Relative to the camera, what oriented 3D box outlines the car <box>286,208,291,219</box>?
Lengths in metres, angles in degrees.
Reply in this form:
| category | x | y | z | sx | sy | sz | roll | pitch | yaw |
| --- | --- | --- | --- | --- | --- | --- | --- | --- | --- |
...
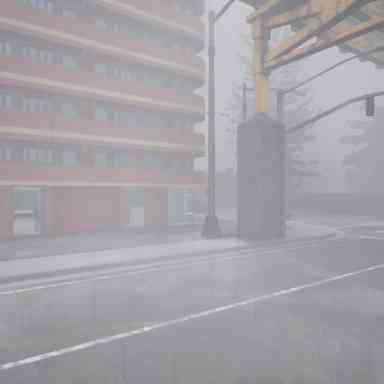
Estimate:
| category | x | y | z | sx | sy | sz | roll | pitch | yaw |
| --- | --- | --- | --- | --- | --- | --- | --- | --- | --- |
| car | 6.239 | 1.526 | 28.463 | 1.812 | 1.442 | 4.674 | 0 | 0 | -36 |

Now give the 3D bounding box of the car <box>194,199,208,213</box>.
| category | x | y | z | sx | sy | sz | roll | pitch | yaw |
| --- | --- | --- | --- | --- | --- | --- | --- | --- | --- |
| car | 0.276 | 1.478 | 36.833 | 1.882 | 1.535 | 5.008 | 0 | 0 | -36 |
